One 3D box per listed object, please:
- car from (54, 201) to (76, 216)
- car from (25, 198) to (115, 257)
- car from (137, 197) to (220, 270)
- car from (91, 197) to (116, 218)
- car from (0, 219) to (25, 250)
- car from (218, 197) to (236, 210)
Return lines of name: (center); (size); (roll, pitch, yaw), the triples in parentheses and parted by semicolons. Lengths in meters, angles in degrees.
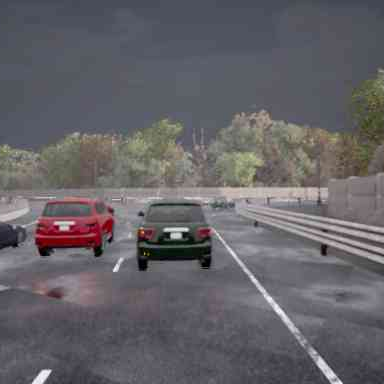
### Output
car: (-13.168, 1.679, 34.749); (1.994, 1.385, 4.181); (0, 0, -18)
car: (-4.436, 1.263, 13.362); (2.150, 2.045, 5.566); (0, 0, -7)
car: (-0.681, 1.245, 11.392); (2.150, 2.045, 5.566); (0, 0, -6)
car: (-8.615, 1.446, 32.081); (2.097, 1.767, 4.553); (0, 0, -17)
car: (-7.759, 1.600, 11.929); (2.033, 1.411, 5.357); (0, 0, -7)
car: (4.412, 1.415, 44.164); (2.097, 1.767, 4.553); (0, 0, 26)
